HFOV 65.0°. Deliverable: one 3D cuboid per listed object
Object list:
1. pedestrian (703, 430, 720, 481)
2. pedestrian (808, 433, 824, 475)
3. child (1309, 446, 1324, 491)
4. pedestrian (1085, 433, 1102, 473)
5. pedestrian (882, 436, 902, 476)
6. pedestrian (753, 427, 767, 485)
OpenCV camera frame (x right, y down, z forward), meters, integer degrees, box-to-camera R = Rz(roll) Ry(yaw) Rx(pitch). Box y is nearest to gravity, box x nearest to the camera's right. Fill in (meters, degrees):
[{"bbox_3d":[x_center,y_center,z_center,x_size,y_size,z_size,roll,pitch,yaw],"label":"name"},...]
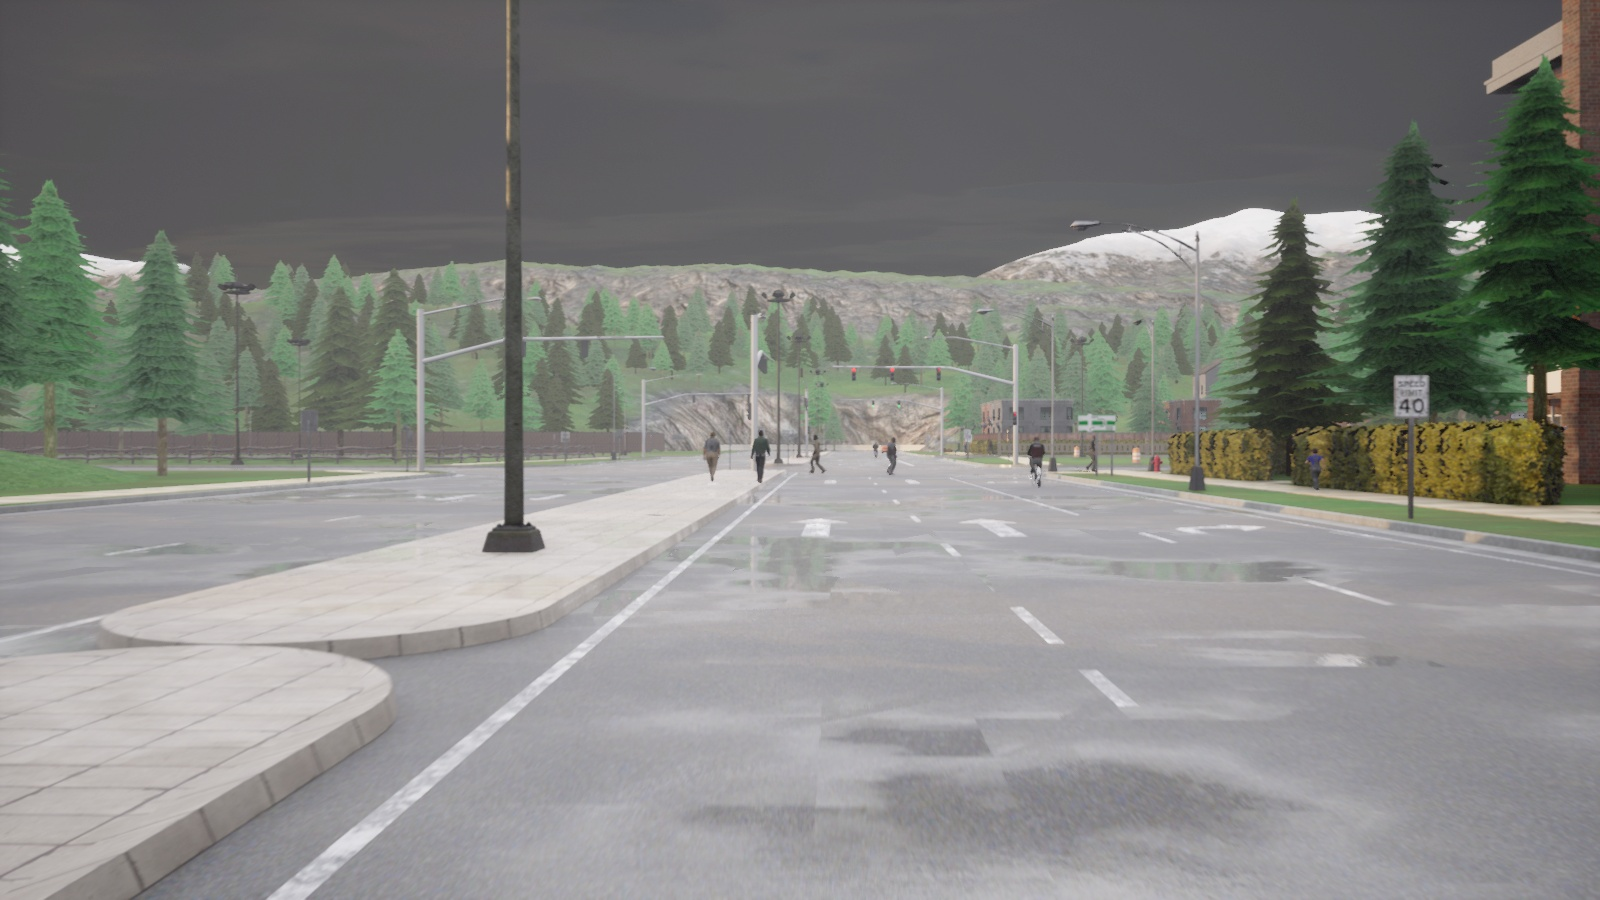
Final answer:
[{"bbox_3d":[-3.172,0.191,45.255,0.540,1.848,0.694,0,0,2],"label":"pedestrian"},{"bbox_3d":[0.748,0.166,57.582,0.692,1.930,0.396,0,0,6],"label":"pedestrian"},{"bbox_3d":[14.630,0.516,35.575,0.270,1.263,0.437,0,0,2],"label":"child"},{"bbox_3d":[13.679,0.130,58.531,0.720,1.854,0.376,0,0,11],"label":"pedestrian"},{"bbox_3d":[4.255,0.273,58.313,0.849,1.883,0.563,0,0,-3],"label":"pedestrian"},{"bbox_3d":[-1.361,0.201,42.542,0.423,1.949,0.788,0,0,1],"label":"pedestrian"}]
